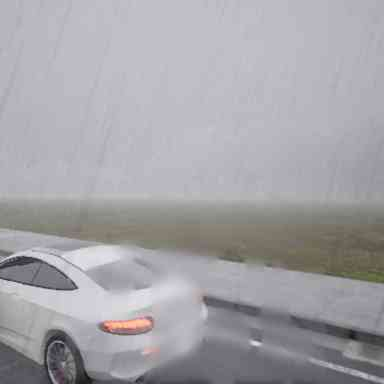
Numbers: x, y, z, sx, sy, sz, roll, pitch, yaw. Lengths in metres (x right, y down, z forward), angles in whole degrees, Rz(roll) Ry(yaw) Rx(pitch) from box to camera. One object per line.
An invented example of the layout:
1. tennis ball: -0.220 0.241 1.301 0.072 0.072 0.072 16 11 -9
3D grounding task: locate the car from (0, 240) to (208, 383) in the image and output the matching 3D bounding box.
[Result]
1. car: -1.962 1.492 5.078 4.674 1.442 1.812 1 0 35
